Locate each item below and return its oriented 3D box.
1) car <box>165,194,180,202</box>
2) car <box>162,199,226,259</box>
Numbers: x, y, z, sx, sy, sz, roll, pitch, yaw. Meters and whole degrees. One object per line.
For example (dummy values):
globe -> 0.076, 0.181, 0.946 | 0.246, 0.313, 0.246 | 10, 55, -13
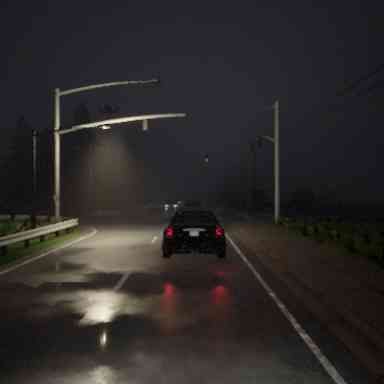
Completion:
car -> -3.545, 1.430, 57.232 | 1.812, 1.442, 4.674 | 0, 0, 0
car -> 0.079, 1.332, 12.658 | 2.097, 1.767, 4.553 | 0, 0, 0
